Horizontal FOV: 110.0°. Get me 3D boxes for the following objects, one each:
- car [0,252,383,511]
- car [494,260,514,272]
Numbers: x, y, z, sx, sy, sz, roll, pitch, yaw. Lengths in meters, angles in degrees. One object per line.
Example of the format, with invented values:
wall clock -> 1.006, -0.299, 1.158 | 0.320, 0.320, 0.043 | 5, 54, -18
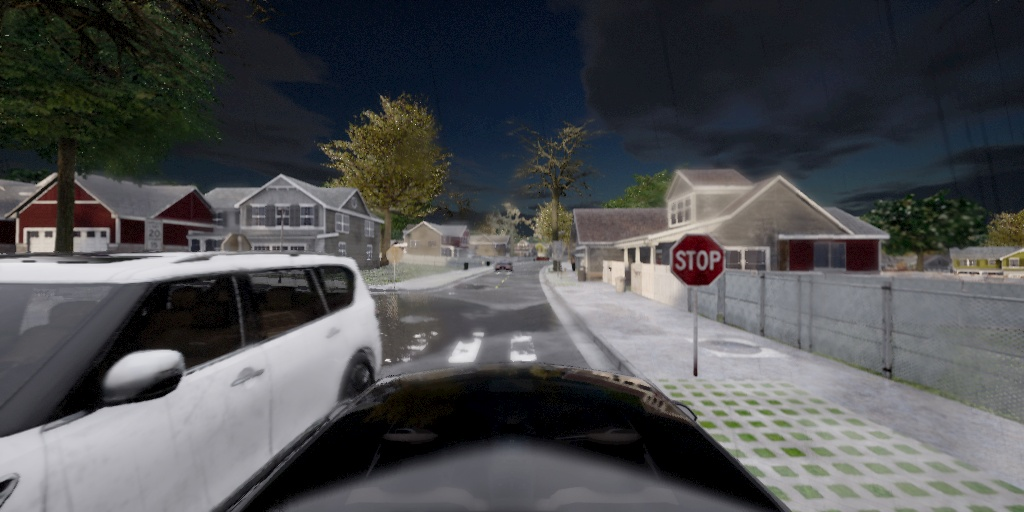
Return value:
car -> -2.735, 0.986, 2.419 | 2.150, 2.045, 5.566 | 0, 0, 0
car -> -0.871, 1.159, 42.208 | 1.994, 1.385, 4.181 | 0, 0, 5
